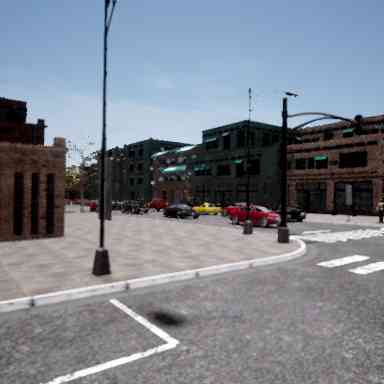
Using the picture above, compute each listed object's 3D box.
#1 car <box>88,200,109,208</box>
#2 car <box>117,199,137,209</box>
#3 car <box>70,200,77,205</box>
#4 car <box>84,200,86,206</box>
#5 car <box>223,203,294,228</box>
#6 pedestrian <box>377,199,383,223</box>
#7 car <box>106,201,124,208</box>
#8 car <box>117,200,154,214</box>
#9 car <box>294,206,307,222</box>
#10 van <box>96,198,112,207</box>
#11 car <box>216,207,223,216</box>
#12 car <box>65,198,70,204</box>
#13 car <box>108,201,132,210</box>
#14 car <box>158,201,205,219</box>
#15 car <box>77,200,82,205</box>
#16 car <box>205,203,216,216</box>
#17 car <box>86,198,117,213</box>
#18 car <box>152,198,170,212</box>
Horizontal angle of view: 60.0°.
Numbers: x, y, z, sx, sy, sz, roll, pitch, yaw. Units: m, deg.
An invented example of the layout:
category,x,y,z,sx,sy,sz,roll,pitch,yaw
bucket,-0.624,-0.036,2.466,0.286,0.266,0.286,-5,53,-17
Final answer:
category,x,y,z,sx,sy,sz,roll,pitch,yaw
car,-16.983,2.179,60.410,2.033,1.411,5.357,1,-1,-35
car,-11.067,2.055,56.419,1.967,1.590,4.097,1,-1,-35
car,-26.890,2.461,79.203,1.802,1.307,4.206,1,-1,-35
car,-20.561,2.318,70.089,1.887,1.381,4.507,1,-1,-35
car,4.589,1.694,23.679,1.812,1.442,4.674,1,-1,-34
pedestrian,14.246,1.427,25.144,0.375,1.860,0.375,1,0,-35
car,-14.232,2.250,60.974,1.802,1.307,4.206,1,-1,-35
car,-6.944,1.867,40.348,1.837,1.490,4.892,1,-1,-35
car,7.920,1.863,29.074,1.947,1.339,4.313,1,-1,-35
van,-17.396,2.062,65.534,1.690,1.788,3.998,1,-1,-35
car,4.756,1.791,33.633,1.967,1.590,4.097,1,-1,-35
car,-33.219,2.566,88.317,1.802,1.307,4.206,1,-1,-35
car,-11.350,2.139,52.287,1.895,1.301,4.718,1,-1,-35
car,-1.063,1.828,31.872,1.994,1.385,4.181,1,-1,-35
car,-23.726,2.408,74.645,1.802,1.307,4.206,1,-1,-35
car,1.494,1.930,38.329,1.752,1.417,4.829,1,-1,-35
car,-11.620,1.798,42.524,1.967,1.590,4.097,1,-1,-35
car,-4.738,1.825,47.306,2.192,1.841,5.009,1,-1,-35
